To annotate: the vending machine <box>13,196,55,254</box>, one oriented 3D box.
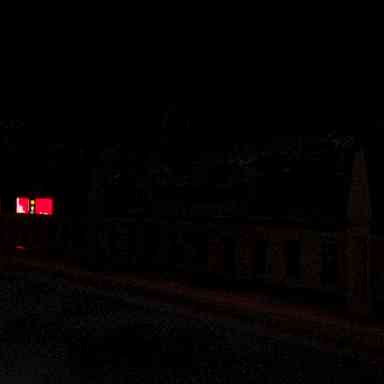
[{"bbox_3d":[-6.039,1.193,12.755,0.880,2.100,1.100,0,0,29],"label":"vending machine"}]
